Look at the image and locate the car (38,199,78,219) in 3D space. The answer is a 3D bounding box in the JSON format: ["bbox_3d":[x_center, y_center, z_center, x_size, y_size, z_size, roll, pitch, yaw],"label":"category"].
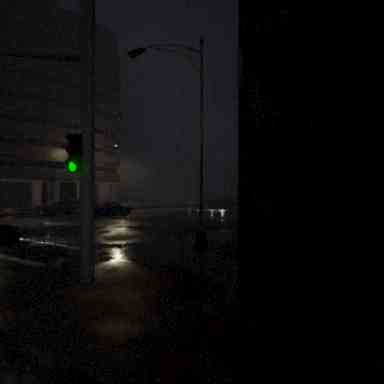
[{"bbox_3d":[-10.576,1.398,28.313,1.837,1.490,4.892,0,0,35],"label":"car"}]

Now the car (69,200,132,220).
[{"bbox_3d":[-7.178,1.510,27.066,1.895,1.301,4.718,0,0,35],"label":"car"}]

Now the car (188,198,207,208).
[{"bbox_3d":[1.414,1.494,45.338,1.895,1.301,4.718,0,0,35],"label":"car"}]

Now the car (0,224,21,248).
[{"bbox_3d":[-8.854,1.519,12.287,1.812,1.442,4.674,0,-1,35],"label":"car"}]

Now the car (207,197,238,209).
[{"bbox_3d":[4.378,1.429,43.467,1.837,1.490,4.892,0,0,35],"label":"car"}]
